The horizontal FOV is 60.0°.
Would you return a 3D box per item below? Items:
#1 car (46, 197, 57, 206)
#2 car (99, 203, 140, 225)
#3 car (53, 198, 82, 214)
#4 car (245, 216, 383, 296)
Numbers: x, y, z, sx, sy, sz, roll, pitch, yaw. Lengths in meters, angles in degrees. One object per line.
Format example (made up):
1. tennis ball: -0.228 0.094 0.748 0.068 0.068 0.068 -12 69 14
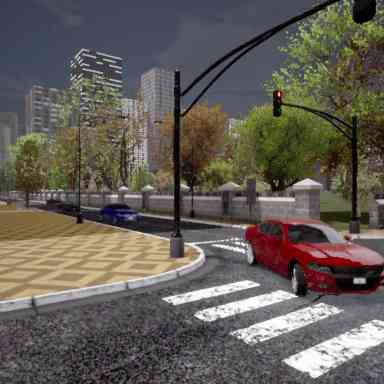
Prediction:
1. car: -24.149 1.673 58.032 2.128 1.511 4.902 0 0 -34
2. car: -5.539 1.585 24.937 1.812 1.442 4.674 0 -1 -34
3. car: -13.612 1.666 36.832 1.994 1.385 4.181 0 0 -34
4. car: 2.936 1.482 8.975 1.882 1.535 5.008 1 0 -8
